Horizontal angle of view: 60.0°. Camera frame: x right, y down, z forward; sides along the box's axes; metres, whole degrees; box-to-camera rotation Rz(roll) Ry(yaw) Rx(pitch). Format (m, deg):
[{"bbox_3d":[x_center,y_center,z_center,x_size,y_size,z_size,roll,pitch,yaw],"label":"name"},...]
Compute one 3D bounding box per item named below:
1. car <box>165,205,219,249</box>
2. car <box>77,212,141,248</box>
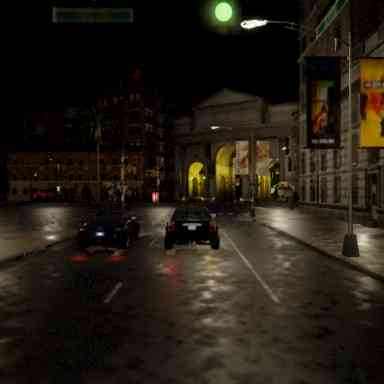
[{"bbox_3d":[0.000,1.364,14.620,2.097,1.767,4.553,0,0,0],"label":"car"},{"bbox_3d":[-3.500,1.570,14.650,1.994,1.385,4.181,0,0,0],"label":"car"}]
